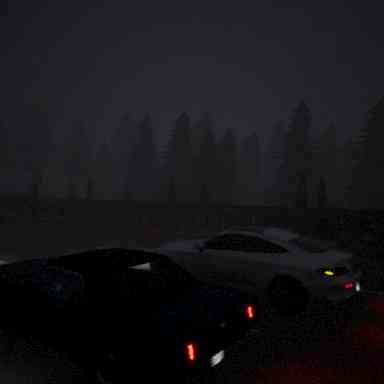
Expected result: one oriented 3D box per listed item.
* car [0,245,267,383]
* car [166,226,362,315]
[{"bbox_3d":[-1.505,1.559,5.065,4.718,1.301,1.895,1,0,35],"label":"car"},{"bbox_3d":[1.175,1.492,7.453,4.674,1.442,1.812,1,0,35],"label":"car"}]
